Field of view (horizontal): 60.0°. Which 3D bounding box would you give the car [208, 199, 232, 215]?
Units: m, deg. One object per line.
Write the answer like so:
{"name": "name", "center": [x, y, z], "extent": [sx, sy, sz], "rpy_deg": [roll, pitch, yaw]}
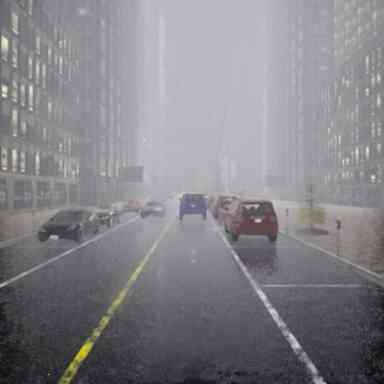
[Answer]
{"name": "car", "center": [2.681, 1.411, 32.534], "extent": [1.947, 1.339, 4.313], "rpy_deg": [0, 0, 0]}

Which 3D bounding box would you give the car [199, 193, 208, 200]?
{"name": "car", "center": [2.663, 1.070, 76.847], "extent": [1.967, 1.590, 4.097], "rpy_deg": [0, 0, 0]}

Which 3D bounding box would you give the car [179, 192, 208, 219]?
{"name": "car", "center": [0.084, 1.091, 27.656], "extent": [2.150, 2.045, 5.566], "rpy_deg": [0, 0, 0]}

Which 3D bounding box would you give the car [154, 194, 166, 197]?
{"name": "car", "center": [-5.708, 1.320, 54.687], "extent": [1.802, 1.307, 4.206], "rpy_deg": [0, 0, 0]}

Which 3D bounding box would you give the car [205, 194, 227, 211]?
{"name": "car", "center": [2.680, 1.133, 38.072], "extent": [2.192, 1.841, 5.009], "rpy_deg": [0, 0, 0]}

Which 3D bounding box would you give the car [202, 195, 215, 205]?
{"name": "car", "center": [2.672, 1.263, 54.861], "extent": [1.752, 1.417, 4.829], "rpy_deg": [0, 0, 0]}

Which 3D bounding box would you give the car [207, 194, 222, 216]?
{"name": "car", "center": [2.684, 1.187, 26.994], "extent": [2.192, 1.841, 5.009], "rpy_deg": [0, 0, 0]}

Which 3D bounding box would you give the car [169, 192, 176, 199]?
{"name": "car", "center": [-5.719, 0.918, 82.382], "extent": [2.192, 1.841, 5.009], "rpy_deg": [0, 0, 0]}

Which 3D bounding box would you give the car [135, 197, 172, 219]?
{"name": "car", "center": [-3.058, 1.416, 27.686], "extent": [2.033, 1.411, 5.357], "rpy_deg": [0, 0, 0]}

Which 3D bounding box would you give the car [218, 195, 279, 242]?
{"name": "car", "center": [2.689, 1.240, 15.915], "extent": [2.192, 1.841, 5.009], "rpy_deg": [0, 0, 0]}

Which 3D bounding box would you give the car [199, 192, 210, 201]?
{"name": "car", "center": [2.667, 0.972, 71.307], "extent": [2.192, 1.841, 5.009], "rpy_deg": [0, 0, 0]}

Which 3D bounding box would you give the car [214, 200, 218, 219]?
{"name": "car", "center": [2.685, 1.443, 21.455], "extent": [1.887, 1.381, 4.507], "rpy_deg": [0, 0, 0]}

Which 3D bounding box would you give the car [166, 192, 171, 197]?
{"name": "car", "center": [-5.713, 1.266, 65.766], "extent": [1.802, 1.307, 4.206], "rpy_deg": [0, 0, 0]}

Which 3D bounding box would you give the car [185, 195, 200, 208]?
{"name": "car", "center": [0.079, 1.261, 45.347], "extent": [1.882, 1.535, 5.008], "rpy_deg": [0, 0, 0]}

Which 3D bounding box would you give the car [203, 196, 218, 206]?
{"name": "car", "center": [2.674, 1.316, 49.152], "extent": [2.008, 1.369, 4.403], "rpy_deg": [0, 0, 0]}

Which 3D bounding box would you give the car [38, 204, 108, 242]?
{"name": "car", "center": [-5.693, 1.491, 15.912], "extent": [1.947, 1.339, 4.313], "rpy_deg": [0, 0, 0]}

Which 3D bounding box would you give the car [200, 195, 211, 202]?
{"name": "car", "center": [2.668, 1.250, 65.769], "extent": [1.947, 1.339, 4.313], "rpy_deg": [0, 0, 0]}

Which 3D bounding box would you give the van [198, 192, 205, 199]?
{"name": "van", "center": [2.657, 0.889, 93.464], "extent": [1.690, 1.788, 3.998], "rpy_deg": [0, 0, 0]}

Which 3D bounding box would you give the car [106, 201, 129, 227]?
{"name": "car", "center": [-5.695, 1.449, 21.451], "extent": [2.008, 1.369, 4.403], "rpy_deg": [0, 0, 0]}

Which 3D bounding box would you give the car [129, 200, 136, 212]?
{"name": "car", "center": [-5.699, 1.427, 32.530], "extent": [1.802, 1.307, 4.206], "rpy_deg": [0, 0, 0]}
